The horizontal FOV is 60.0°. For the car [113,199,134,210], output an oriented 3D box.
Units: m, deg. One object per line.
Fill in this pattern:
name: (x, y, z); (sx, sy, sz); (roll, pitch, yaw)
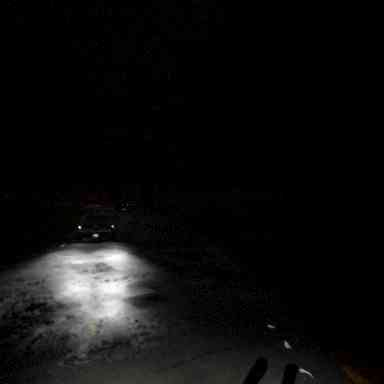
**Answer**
car: (-9.037, 1.675, 43.850); (2.033, 1.411, 5.357); (0, 0, -23)

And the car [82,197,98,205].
car: (-19.239, 1.660, 62.858); (1.812, 1.442, 4.674); (0, 1, -33)

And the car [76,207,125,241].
car: (-4.683, 1.667, 17.195); (1.895, 1.301, 4.718); (0, 0, -9)
